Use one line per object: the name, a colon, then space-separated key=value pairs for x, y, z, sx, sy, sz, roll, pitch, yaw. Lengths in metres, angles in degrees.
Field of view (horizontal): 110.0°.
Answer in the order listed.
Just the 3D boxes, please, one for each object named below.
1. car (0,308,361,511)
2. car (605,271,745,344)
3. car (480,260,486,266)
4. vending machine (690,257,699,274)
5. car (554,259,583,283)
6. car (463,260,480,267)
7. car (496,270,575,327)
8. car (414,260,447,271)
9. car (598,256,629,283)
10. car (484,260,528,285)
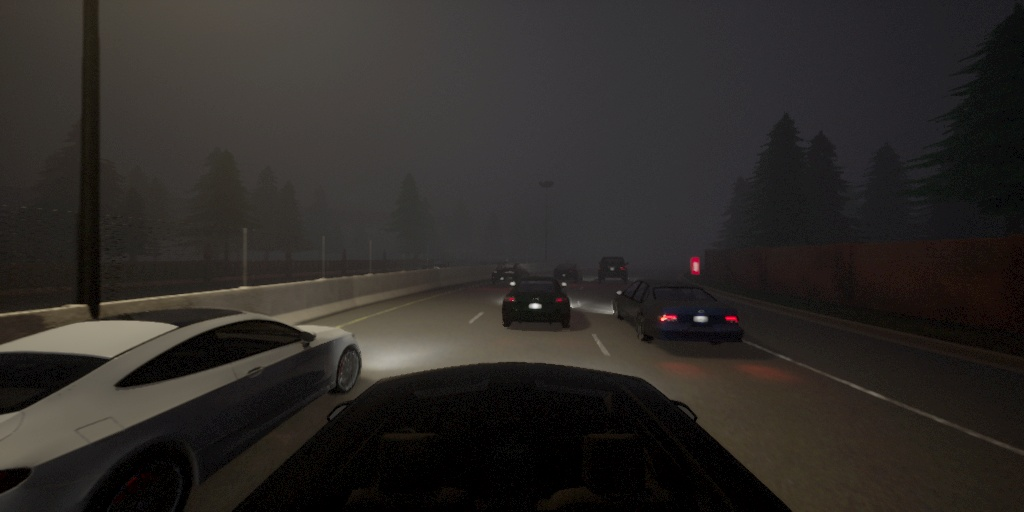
car: x=-3.272 y=1.261 z=3.654 sx=1.812 sy=1.442 sz=4.674 roll=0 pitch=0 yaw=1
car: x=4.072 y=1.325 z=9.743 sx=2.033 sy=1.411 sz=5.357 roll=0 pitch=0 yaw=6
car: x=-1.549 y=1.282 z=42.770 sx=1.837 sy=1.490 sz=4.892 roll=0 pitch=0 yaw=25
vending machine: x=20.000 y=1.079 z=39.104 sx=1.100 sy=2.100 sz=0.880 roll=0 pitch=0 yaw=28
car: x=4.572 y=1.274 z=28.936 sx=1.882 sy=1.535 sz=5.008 roll=0 pitch=0 yaw=17
car: x=-4.340 y=1.243 z=45.061 sx=1.882 sy=1.535 sz=5.008 roll=0 pitch=0 yaw=25
car: x=0.840 y=1.327 z=11.679 sx=1.994 sy=1.385 sz=4.181 roll=0 pitch=0 yaw=6
car: x=-9.445 y=1.229 z=42.028 sx=2.128 sy=1.511 sz=4.902 roll=0 pitch=0 yaw=22
car: x=8.076 y=1.035 z=28.553 sx=2.150 sy=2.045 sz=5.566 roll=0 pitch=0 yaw=18
car: x=-0.042 y=1.262 z=25.573 sx=2.128 sy=1.511 sz=4.902 roll=0 pitch=0 yaw=14
